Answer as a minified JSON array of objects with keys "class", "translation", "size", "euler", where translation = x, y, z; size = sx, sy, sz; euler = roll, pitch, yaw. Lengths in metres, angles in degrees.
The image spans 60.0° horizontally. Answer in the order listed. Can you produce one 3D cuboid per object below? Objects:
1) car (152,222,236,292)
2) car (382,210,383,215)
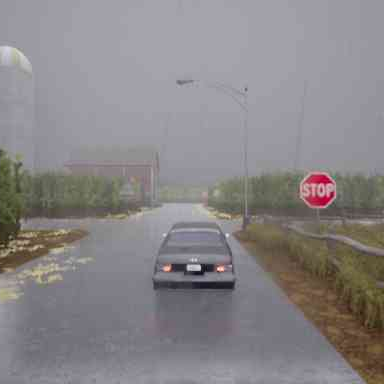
[{"class":"car","translation":[0.098,1.521,9.028],"size":[2.033,1.411,5.357],"euler":[0,0,1]},{"class":"car","translation":[16.448,1.175,23.315],"size":[5.566,2.045,2.150],"euler":[0,0,0]}]
